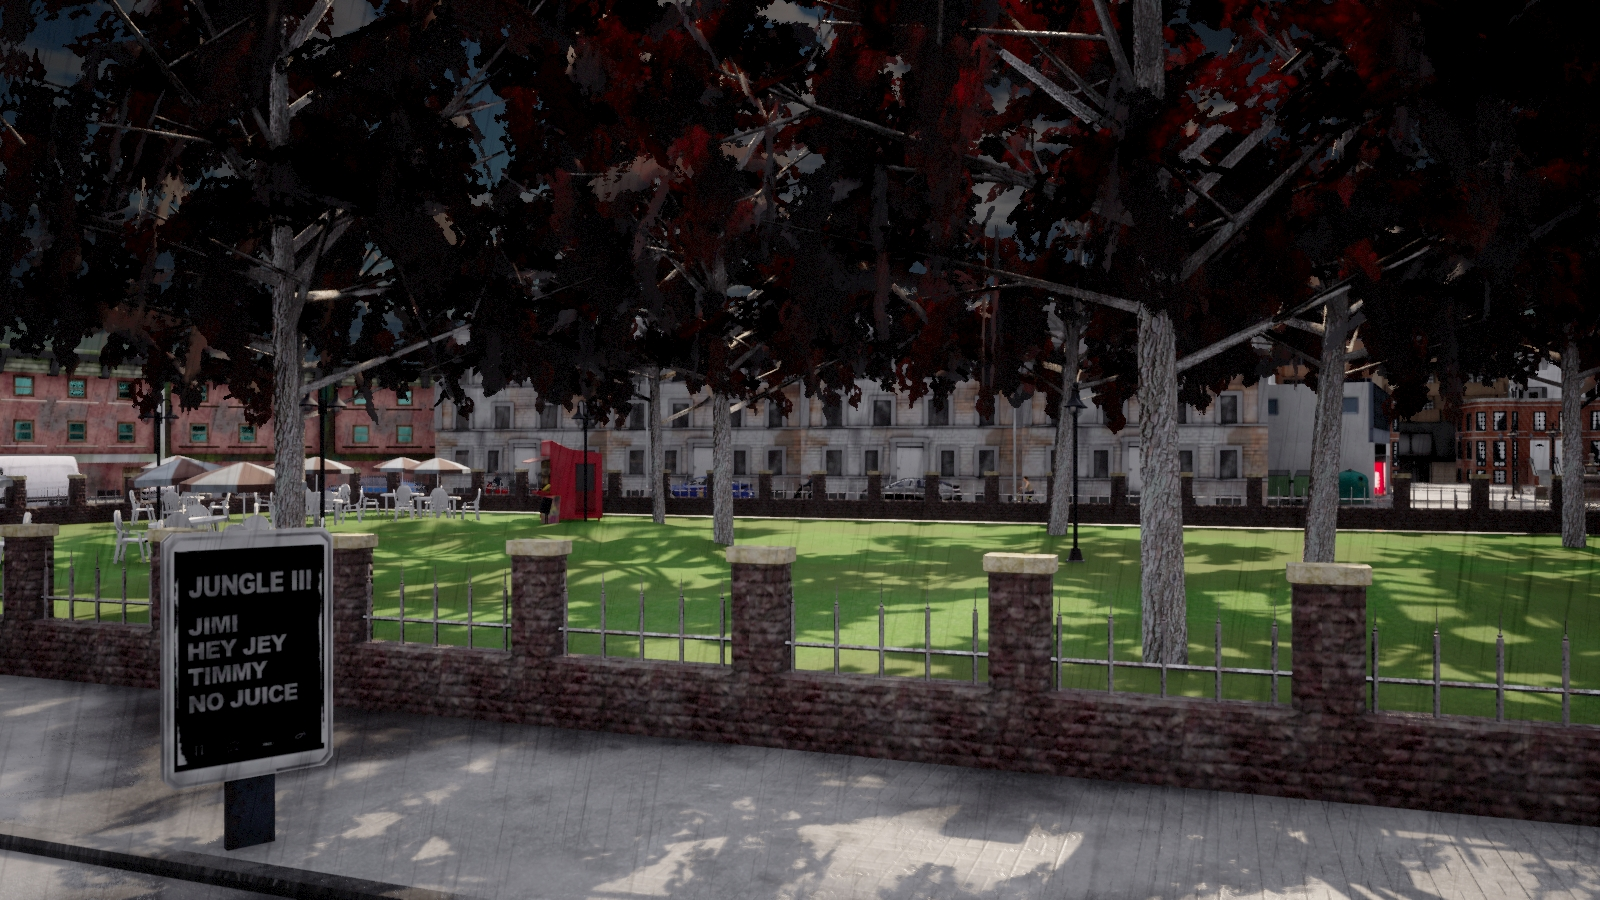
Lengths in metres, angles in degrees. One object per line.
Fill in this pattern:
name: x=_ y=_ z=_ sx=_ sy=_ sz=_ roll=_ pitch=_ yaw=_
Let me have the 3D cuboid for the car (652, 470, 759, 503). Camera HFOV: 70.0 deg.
car: x=-4.792 y=1.824 z=57.989 sx=5.006 sy=1.535 sz=2.097 roll=0 pitch=0 yaw=20

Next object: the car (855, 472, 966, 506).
car: x=5.260 y=1.833 z=54.337 sx=4.902 sy=1.511 sz=2.128 roll=0 pitch=0 yaw=20

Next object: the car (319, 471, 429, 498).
car: x=-23.733 y=1.905 z=63.758 sx=5.357 sy=1.411 sz=2.033 roll=0 pitch=0 yaw=1

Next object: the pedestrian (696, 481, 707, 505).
pedestrian: x=-4.669 y=2.018 z=54.104 sx=0.500 sy=1.100 sz=0.500 roll=0 pitch=0 yaw=-5

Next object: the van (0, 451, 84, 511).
van: x=-34.980 y=1.334 z=50.236 sx=1.988 sy=2.561 sz=5.915 roll=0 pitch=0 yaw=20
